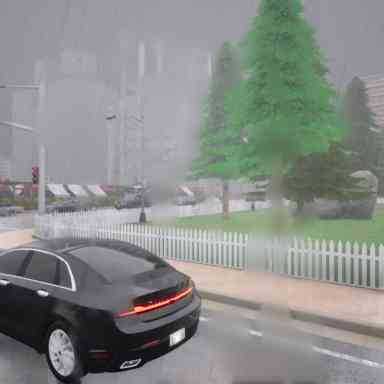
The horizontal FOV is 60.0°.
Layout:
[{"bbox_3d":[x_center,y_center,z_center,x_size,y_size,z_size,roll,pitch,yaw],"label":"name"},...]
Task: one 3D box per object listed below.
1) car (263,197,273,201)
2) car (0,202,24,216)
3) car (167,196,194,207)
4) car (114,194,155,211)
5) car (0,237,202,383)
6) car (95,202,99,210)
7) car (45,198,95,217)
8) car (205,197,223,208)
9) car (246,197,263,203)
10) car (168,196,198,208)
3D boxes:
[{"bbox_3d":[14.956,1.564,59.811,1.994,1.385,4.181,0,0,34],"label":"car"},{"bbox_3d":[-17.996,1.601,30.017,1.895,1.301,4.718,0,0,36],"label":"car"},{"bbox_3d":[-1.864,1.505,53.879,1.837,1.490,4.892,0,0,34],"label":"car"},{"bbox_3d":[-6.832,1.221,40.253,2.150,2.045,5.566,0,0,34],"label":"car"},{"bbox_3d":[-2.143,1.505,5.454,4.892,1.490,1.837,0,0,36],"label":"car"},{"bbox_3d":[-12.862,1.478,37.551,1.882,1.535,5.008,0,0,34],"label":"car"},{"bbox_3d":[-12.302,1.491,32.104,2.128,1.511,4.902,0,0,34],"label":"car"},{"bbox_3d":[3.620,1.526,49.195,1.812,1.442,4.674,0,0,34],"label":"car"},{"bbox_3d":[11.858,1.222,61.474,2.150,2.045,5.566,0,0,34],"label":"car"},{"bbox_3d":[-1.130,1.352,48.717,2.097,1.767,4.553,0,0,34],"label":"car"}]
